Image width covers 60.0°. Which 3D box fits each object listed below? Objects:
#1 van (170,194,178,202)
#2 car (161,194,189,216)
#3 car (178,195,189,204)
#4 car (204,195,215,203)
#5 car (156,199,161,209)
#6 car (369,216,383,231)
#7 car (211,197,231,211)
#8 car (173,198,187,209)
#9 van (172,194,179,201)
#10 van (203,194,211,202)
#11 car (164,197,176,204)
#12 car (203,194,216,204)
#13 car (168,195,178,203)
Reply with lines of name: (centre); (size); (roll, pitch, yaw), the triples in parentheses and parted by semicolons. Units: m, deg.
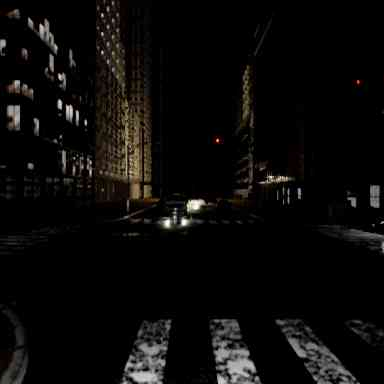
van: (-4.304, 1.417, 80.538); (1.690, 1.788, 3.998); (0, 0, 0)
car: (-1.556, 1.279, 33.835); (2.150, 2.045, 5.566); (0, 0, 0)
car: (-1.668, 1.426, 65.755); (2.097, 1.767, 4.553); (0, 0, 0)
car: (3.642, 1.515, 69.530); (1.967, 1.590, 4.097); (0, 0, 0)
car: (-4.107, 1.649, 47.372); (1.802, 1.307, 4.206); (0, 0, 0)
car: (13.573, 1.819, 20.674); (4.674, 1.442, 1.812); (1, 0, -2)
car: (3.856, 1.629, 41.893); (1.947, 1.339, 4.313); (0, 0, 0)
car: (-1.630, 1.593, 46.764); (1.812, 1.442, 4.674); (0, 0, 0)
van: (-4.336, 1.418, 86.065); (1.690, 1.788, 3.998); (0, 0, 0)
van: (3.576, 1.417, 80.585); (1.690, 1.788, 3.998); (0, 0, 0)
car: (-4.205, 1.640, 63.955); (1.947, 1.339, 4.313); (0, 0, 0)
car: (3.675, 1.389, 64.002); (2.192, 1.841, 5.009); (0, 0, 0)
car: (-4.271, 1.516, 75.011); (1.967, 1.590, 4.097); (0, 0, 0)
